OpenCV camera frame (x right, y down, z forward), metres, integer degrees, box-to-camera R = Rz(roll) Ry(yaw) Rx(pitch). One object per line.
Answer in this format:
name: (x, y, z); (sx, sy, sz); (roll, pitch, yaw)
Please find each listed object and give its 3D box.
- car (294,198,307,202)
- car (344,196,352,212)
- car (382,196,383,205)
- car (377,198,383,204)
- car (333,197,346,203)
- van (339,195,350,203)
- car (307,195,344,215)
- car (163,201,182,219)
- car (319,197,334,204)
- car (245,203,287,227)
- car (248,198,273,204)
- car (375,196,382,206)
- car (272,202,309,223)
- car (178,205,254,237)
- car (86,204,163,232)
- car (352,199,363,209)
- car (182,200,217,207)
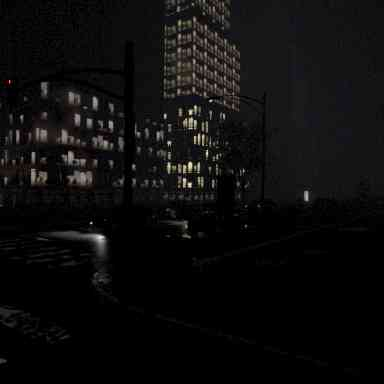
car: (18.224, 1.734, 56.043); (1.752, 1.417, 4.829); (1, 0, 36)
car: (18.511, 1.724, 42.243); (1.967, 1.590, 4.097); (1, 0, 36)
car: (41.562, 1.787, 73.523); (2.192, 1.841, 5.009); (1, 0, 36)
car: (44.858, 2.050, 77.988); (2.008, 1.369, 4.403); (1, 0, 36)
car: (34.718, 1.869, 78.365); (1.752, 1.417, 4.829); (1, 0, 36)
van: (38.120, 1.713, 82.966); (1.690, 1.788, 3.998); (1, 0, 36)
car: (15.240, 1.573, 37.758); (2.192, 1.841, 5.009); (1, 0, 36)
car: (-1.570, 1.488, 29.470); (1.967, 1.590, 4.097); (1, 0, 36)
car: (28.221, 1.856, 69.572); (1.947, 1.339, 4.313); (1, 0, 36)
car: (4.747, 1.741, 23.485); (1.947, 1.339, 4.313); (1, 0, 36)
car: (7.716, 1.499, 37.433); (2.097, 1.767, 4.553); (1, 0, 37)
car: (35.063, 1.944, 64.731); (1.752, 1.417, 4.829); (1, 0, 36)
car: (8.003, 1.783, 27.893); (1.802, 1.307, 4.206); (1, 0, 36)
car: (1.489, 1.700, 19.076); (2.008, 1.369, 4.403); (1, 0, 36)
car: (-4.365, 1.555, 21.108); (1.837, 1.490, 4.892); (1, 0, 36)
car: (25.066, 1.777, 51.201); (1.967, 1.590, 4.097); (1, 0, 36)
car: (1.630, 1.575, 29.217); (1.882, 1.535, 5.008); (1, 0, 36)
